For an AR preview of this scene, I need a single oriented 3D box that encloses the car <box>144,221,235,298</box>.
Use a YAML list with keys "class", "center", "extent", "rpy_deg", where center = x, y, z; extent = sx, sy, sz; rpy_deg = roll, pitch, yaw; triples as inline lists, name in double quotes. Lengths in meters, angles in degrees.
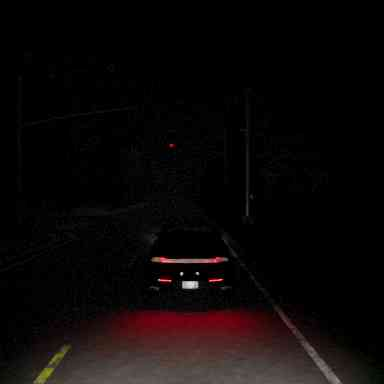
- class: "car"
  center: [-0.071, 1.491, 8.530]
  extent: [2.128, 1.511, 4.902]
  rpy_deg: [0, 0, -1]
